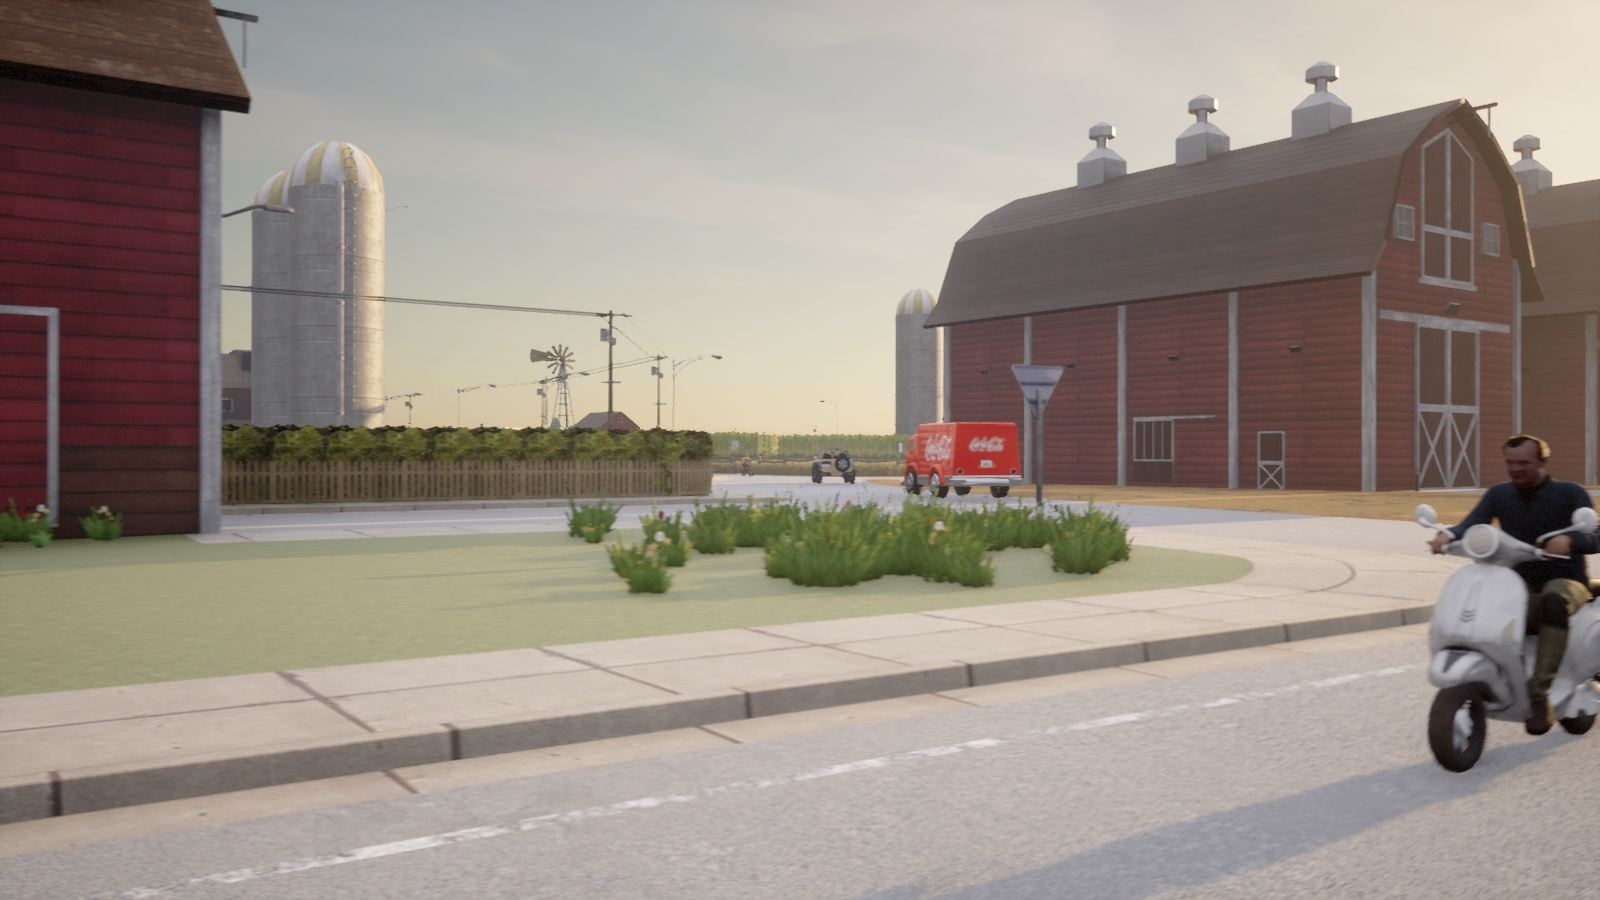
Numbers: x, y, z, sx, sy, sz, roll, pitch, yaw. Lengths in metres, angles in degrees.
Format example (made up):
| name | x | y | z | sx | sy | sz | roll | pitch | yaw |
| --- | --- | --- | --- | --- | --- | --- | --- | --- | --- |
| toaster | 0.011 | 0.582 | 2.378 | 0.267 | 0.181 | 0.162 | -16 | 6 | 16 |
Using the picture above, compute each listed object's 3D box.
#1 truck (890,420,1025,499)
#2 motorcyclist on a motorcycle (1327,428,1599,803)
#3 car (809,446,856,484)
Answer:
| name | x | y | z | sx | sy | sz | roll | pitch | yaw |
| --- | --- | --- | --- | --- | --- | --- | --- | --- | --- |
| truck | 5.134 | 0.322 | 41.908 | 2.627 | 2.467 | 5.204 | 0 | 0 | -16 |
| motorcyclist on a motorcycle | 3.518 | 0.703 | 6.216 | 1.817 | 1.590 | 0.866 | 0 | 0 | -37 |
| car | 1.605 | 0.763 | 63.524 | 1.932 | 1.855 | 4.605 | 0 | 0 | -4 |
